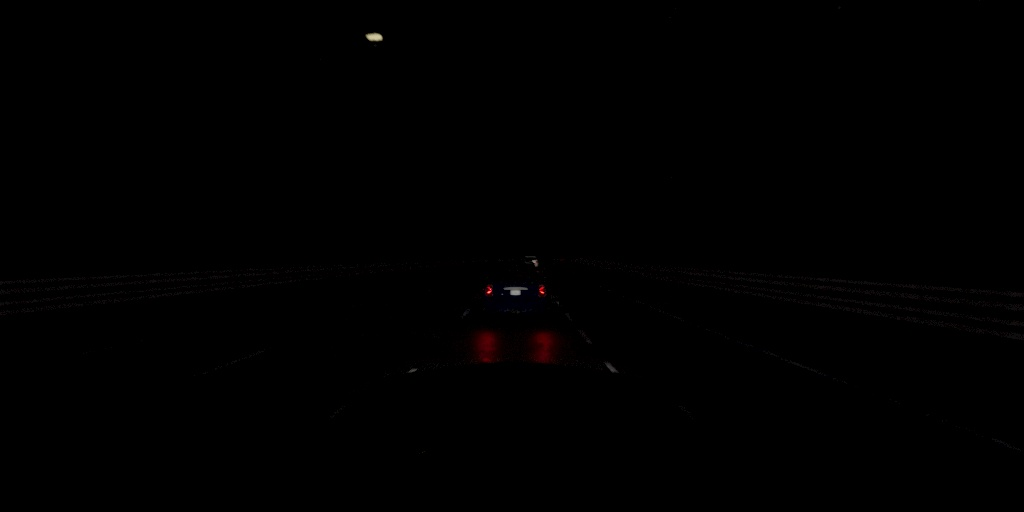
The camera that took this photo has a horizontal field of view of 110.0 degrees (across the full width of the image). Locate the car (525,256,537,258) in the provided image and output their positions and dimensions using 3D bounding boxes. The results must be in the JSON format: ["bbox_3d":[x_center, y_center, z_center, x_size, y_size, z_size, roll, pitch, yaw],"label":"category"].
[{"bbox_3d":[2.841,1.017,52.458,2.150,2.045,5.566,0,0,6],"label":"car"}]

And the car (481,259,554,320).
[{"bbox_3d":[0.161,1.104,12.762,2.097,1.767,4.553,0,0,2],"label":"car"}]
